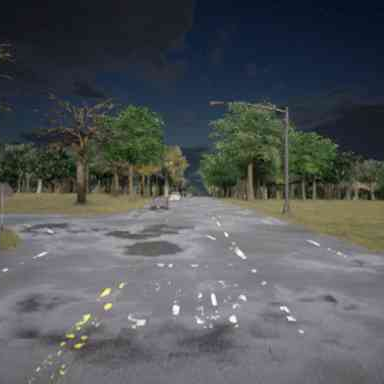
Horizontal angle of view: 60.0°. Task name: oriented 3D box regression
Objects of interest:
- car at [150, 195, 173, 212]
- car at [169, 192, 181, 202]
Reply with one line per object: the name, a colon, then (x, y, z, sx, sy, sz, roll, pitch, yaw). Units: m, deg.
car: (-3.535, 1.380, 37.503, 1.837, 1.490, 4.892, 0, 0, 0)
car: (-3.638, 1.045, 71.920, 2.150, 2.045, 5.566, 0, 0, 0)
